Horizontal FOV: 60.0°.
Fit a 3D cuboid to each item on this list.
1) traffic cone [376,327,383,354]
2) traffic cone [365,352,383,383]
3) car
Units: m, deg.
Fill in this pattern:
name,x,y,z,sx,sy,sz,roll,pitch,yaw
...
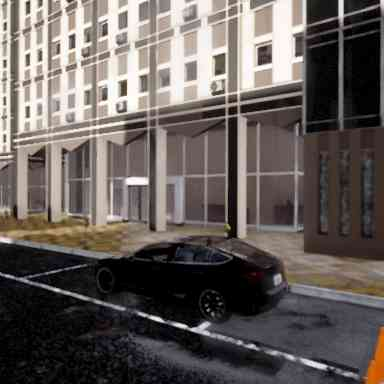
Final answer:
name,x,y,z,sx,sy,sz,roll,pitch,yaw
traffic cone,2.360,1.968,4.102,0.340,0.580,0.340,0,0,35
traffic cone,1.788,1.966,3.281,0.340,0.580,0.340,0,0,35
car,-0.195,1.576,7.059,4.313,1.339,1.947,0,0,35
